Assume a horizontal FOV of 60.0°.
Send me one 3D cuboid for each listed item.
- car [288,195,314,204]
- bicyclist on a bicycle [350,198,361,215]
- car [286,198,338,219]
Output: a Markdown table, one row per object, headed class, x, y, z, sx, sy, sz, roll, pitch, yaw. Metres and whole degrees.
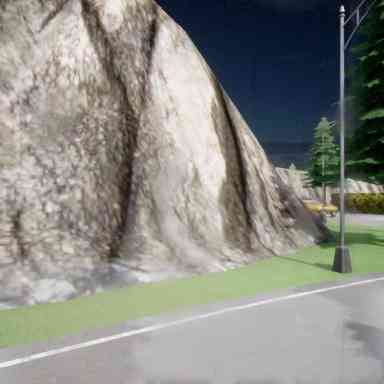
| class | x | y | z | sx | sy | sz | roll | pitch | yaw |
| --- | --- | --- | --- | --- | --- | --- | --- | --- | --- |
| car | 18.271 | 1.207 | 55.708 | 4.181 | 1.385 | 1.994 | 0 | 0 | -31 |
| bicyclist on a bicycle | 16.430 | 1.453 | 33.354 | 1.656 | 1.620 | 0.582 | 0 | 0 | -28 |
| car | 10.515 | 1.478 | 29.458 | 1.882 | 1.535 | 5.008 | 0 | 0 | -27 |
